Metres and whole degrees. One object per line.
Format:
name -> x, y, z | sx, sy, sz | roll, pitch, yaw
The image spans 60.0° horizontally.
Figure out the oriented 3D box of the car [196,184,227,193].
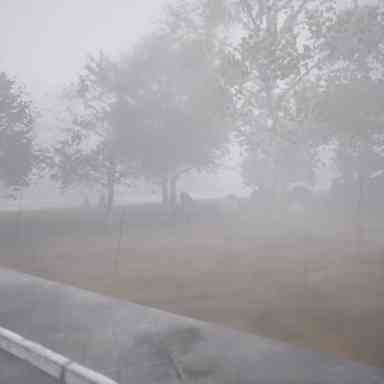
car -> 3.460, -0.630, 57.937 | 5.357, 1.411, 2.033 | -2, 3, -25
